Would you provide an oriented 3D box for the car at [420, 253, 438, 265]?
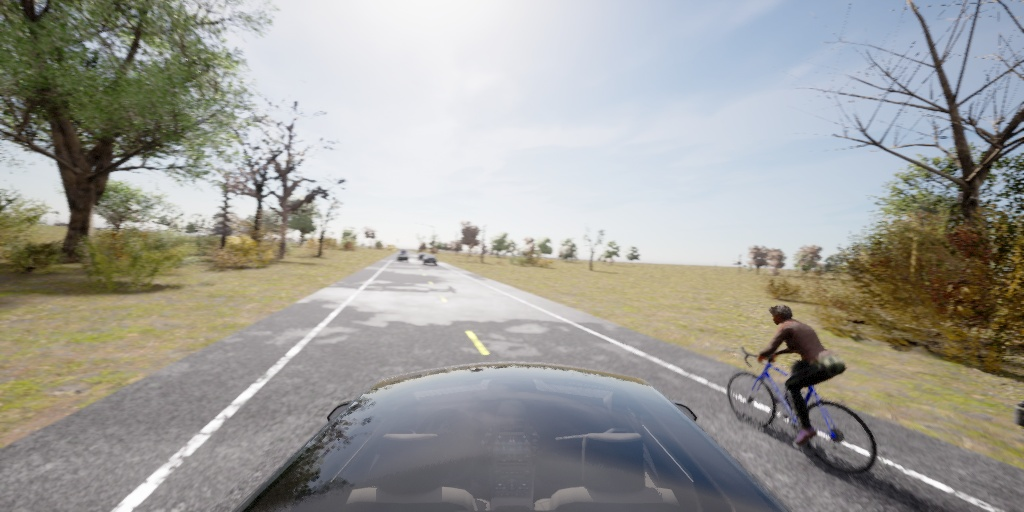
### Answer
[{"bbox_3d":[-11.540,0.508,50.397,1.812,1.442,4.674,4,0,-17],"label":"car"}]

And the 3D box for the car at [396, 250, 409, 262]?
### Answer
[{"bbox_3d":[-16.825,0.240,55.377,1.895,1.301,4.718,4,0,-16],"label":"car"}]

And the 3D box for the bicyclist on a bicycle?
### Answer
[{"bbox_3d":[3.253,1.409,4.191,0.582,1.620,1.656,4,0,-17],"label":"bicyclist on a bicycle"}]
